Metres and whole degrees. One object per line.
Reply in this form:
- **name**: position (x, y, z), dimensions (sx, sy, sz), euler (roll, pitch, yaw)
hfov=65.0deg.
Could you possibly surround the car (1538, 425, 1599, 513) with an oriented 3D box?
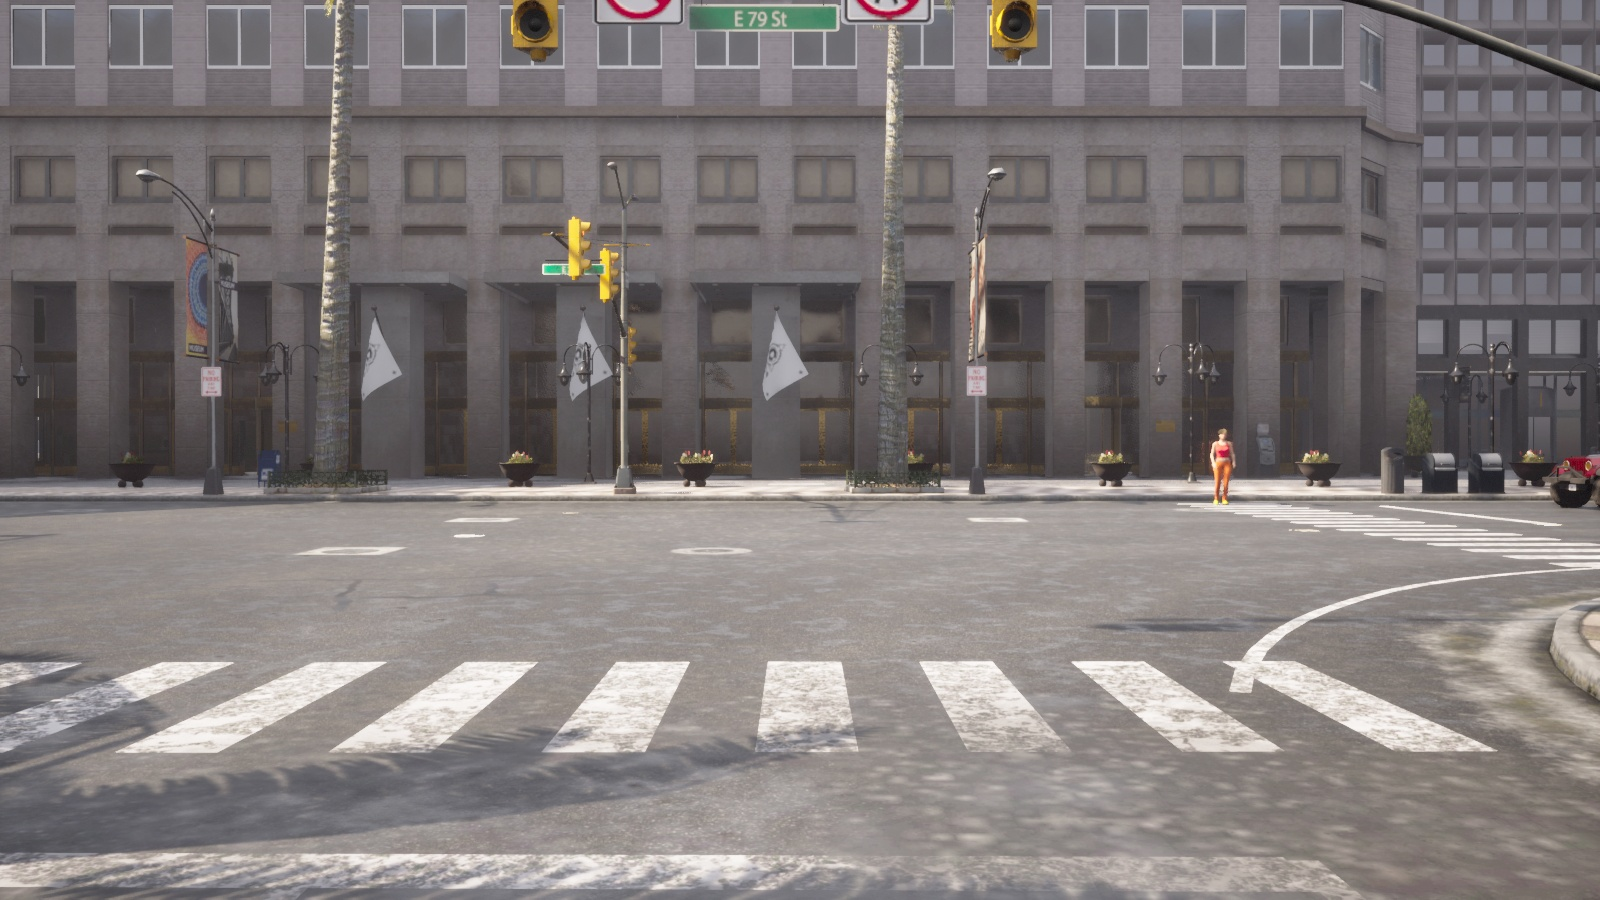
- **car**: position (18.784, 0.401, 27.708), dimensions (3.866, 1.878, 1.905), euler (0, 0, 1)

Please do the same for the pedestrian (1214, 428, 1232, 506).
- **pedestrian**: position (10.005, 0.393, 29.726), dimensions (0.345, 1.836, 0.594), euler (0, 0, 12)
